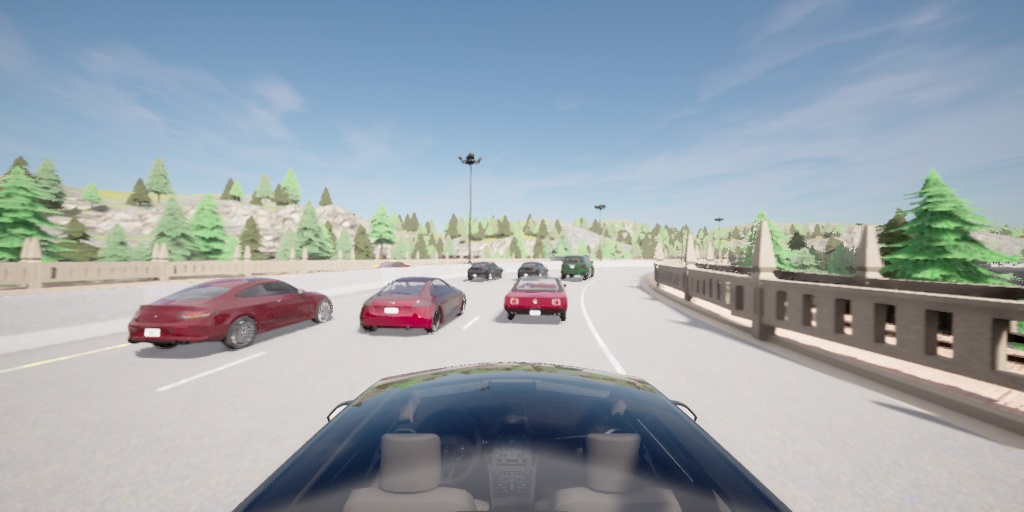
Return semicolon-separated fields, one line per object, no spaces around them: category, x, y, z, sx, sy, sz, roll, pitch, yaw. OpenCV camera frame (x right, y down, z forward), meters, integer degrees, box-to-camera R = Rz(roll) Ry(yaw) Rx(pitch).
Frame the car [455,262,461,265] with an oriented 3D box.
car;-5.481;1.317;40.806;1.994;1.385;4.181;0;0;24

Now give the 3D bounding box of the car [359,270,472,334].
car;-2.718;1.298;10.713;1.994;1.385;4.181;0;0;6

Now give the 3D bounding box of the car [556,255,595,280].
car;5.740;0.972;31.043;2.150;2.045;5.566;0;0;21

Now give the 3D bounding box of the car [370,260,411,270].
car;-11.696;1.258;34.654;1.812;1.442;4.674;0;0;20

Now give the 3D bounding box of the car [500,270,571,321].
car;0.967;1.348;12.533;1.895;1.301;4.718;0;0;8

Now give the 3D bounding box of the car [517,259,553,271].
car;1.867;1.252;30.524;1.837;1.490;4.892;0;0;19

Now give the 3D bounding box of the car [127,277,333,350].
car;-6.433;1.246;8.882;1.812;1.442;4.674;0;0;4

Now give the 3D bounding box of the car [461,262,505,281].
car;-2.092;1.246;29.738;1.837;1.490;4.892;0;0;18
